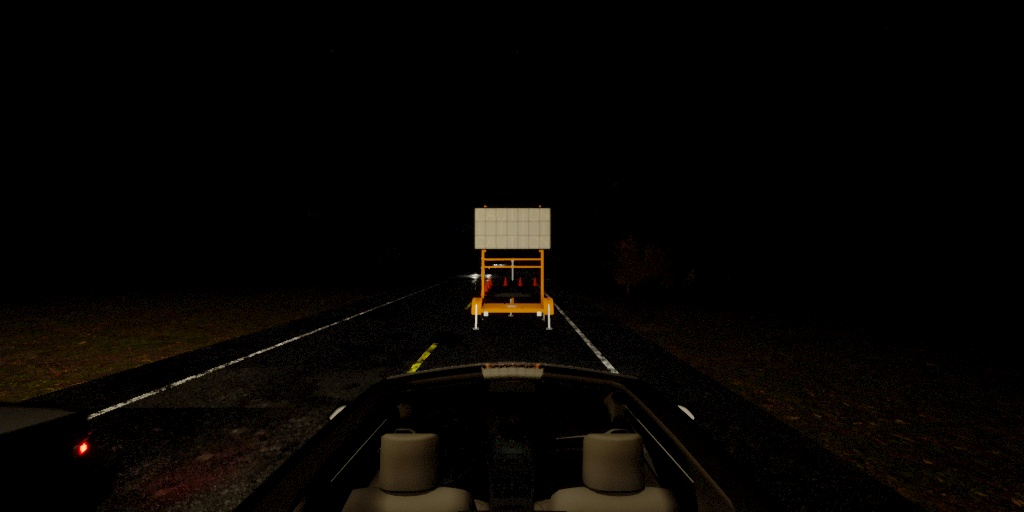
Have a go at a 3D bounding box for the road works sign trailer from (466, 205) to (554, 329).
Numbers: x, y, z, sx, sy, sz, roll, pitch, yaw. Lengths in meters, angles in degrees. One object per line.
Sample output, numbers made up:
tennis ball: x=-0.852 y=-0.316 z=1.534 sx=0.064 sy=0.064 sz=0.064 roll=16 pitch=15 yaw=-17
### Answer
road works sign trailer: x=0.019 y=0.215 z=11.173 sx=2.380 sy=3.560 sz=2.880 roll=0 pitch=0 yaw=0

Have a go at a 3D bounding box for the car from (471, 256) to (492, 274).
car: x=-3.517 y=0.990 z=42.420 sx=2.150 sy=2.045 sz=5.566 roll=0 pitch=0 yaw=0
